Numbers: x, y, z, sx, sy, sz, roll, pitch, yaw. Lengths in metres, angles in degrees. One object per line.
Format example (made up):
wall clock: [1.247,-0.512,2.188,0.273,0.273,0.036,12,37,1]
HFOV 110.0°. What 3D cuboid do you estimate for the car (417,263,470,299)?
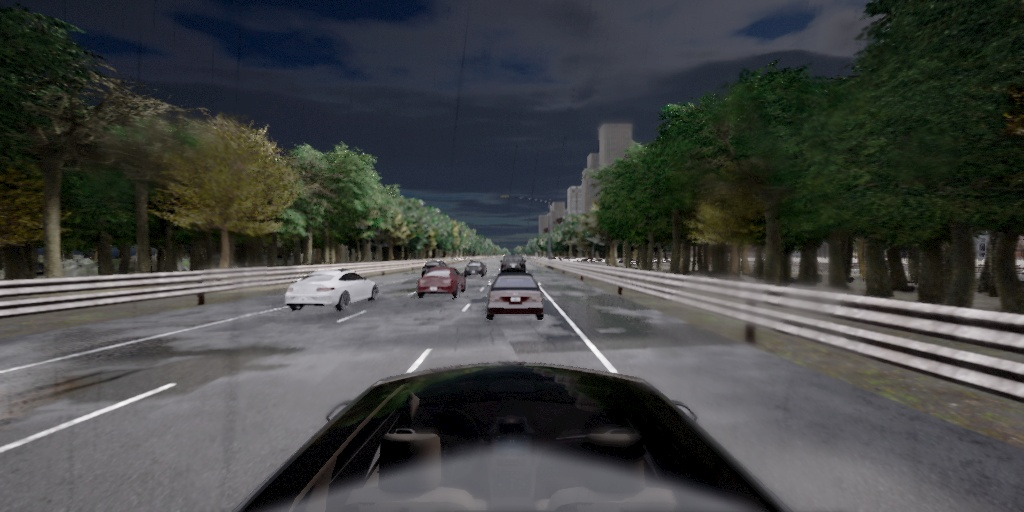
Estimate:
car: [-3.414,1.247,17.857,1.812,1.442,4.674,0,0,0]

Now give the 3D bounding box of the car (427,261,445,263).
car: [-6.898,1.189,32.787,1.837,1.490,4.892,0,0,0]

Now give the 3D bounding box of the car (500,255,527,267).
car: [0.103,0.909,31.833,2.150,2.045,5.566,0,0,0]

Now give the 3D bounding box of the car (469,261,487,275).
car: [-3.399,1.206,33.850,1.812,1.442,4.674,0,0,0]

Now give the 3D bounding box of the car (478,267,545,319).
car: [0.100,1.279,12.750,2.033,1.411,5.357,0,0,0]

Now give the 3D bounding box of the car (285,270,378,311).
car: [-6.899,1.254,14.138,1.812,1.442,4.674,0,0,0]
